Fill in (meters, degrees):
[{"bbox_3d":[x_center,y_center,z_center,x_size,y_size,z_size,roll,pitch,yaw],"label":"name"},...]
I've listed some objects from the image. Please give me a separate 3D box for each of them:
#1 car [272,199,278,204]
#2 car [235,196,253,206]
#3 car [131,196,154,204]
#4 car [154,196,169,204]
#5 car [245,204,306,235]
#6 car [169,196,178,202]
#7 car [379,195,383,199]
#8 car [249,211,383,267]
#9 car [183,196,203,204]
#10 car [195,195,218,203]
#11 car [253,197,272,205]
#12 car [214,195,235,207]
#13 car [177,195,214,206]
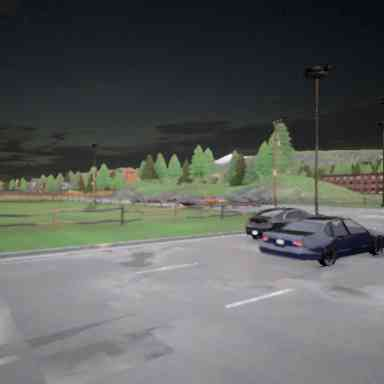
[{"bbox_3d":[12.288,1.543,55.560,1.994,1.385,4.181,0,0,-36],"label":"car"},{"bbox_3d":[6.697,1.335,51.324,2.097,1.767,4.553,0,0,-36],"label":"car"},{"bbox_3d":[-9.640,1.477,61.887,2.128,1.511,4.902,0,0,-36],"label":"car"},{"bbox_3d":[-6.823,1.548,63.993,1.994,1.385,4.181,0,0,-36],"label":"car"},{"bbox_3d":[4.660,1.498,15.742,4.892,1.490,1.837,0,0,-36],"label":"car"},{"bbox_3d":[-2.998,1.508,64.687,1.812,1.442,4.674,0,0,-36],"label":"car"},{"bbox_3d":[47.659,1.458,79.060,1.837,1.490,4.892,0,0,-7],"label":"car"},{"bbox_3d":[4.688,1.542,11.429,5.357,1.411,2.033,0,0,-35],"label":"car"},{"bbox_3d":[0.143,1.544,66.333,1.994,1.385,4.181,0,0,-36],"label":"car"},{"bbox_3d":[2.938,1.457,68.478,1.882,1.535,5.008,0,0,-36],"label":"car"},{"bbox_3d":[9.598,1.528,53.292,2.033,1.411,5.357,0,0,-36],"label":"car"},{"bbox_3d":[3.734,1.337,49.442,2.097,1.767,4.553,0,0,-36],"label":"car"},{"bbox_3d":[0.459,1.477,47.988,2.128,1.511,4.902,0,0,-36],"label":"car"}]
